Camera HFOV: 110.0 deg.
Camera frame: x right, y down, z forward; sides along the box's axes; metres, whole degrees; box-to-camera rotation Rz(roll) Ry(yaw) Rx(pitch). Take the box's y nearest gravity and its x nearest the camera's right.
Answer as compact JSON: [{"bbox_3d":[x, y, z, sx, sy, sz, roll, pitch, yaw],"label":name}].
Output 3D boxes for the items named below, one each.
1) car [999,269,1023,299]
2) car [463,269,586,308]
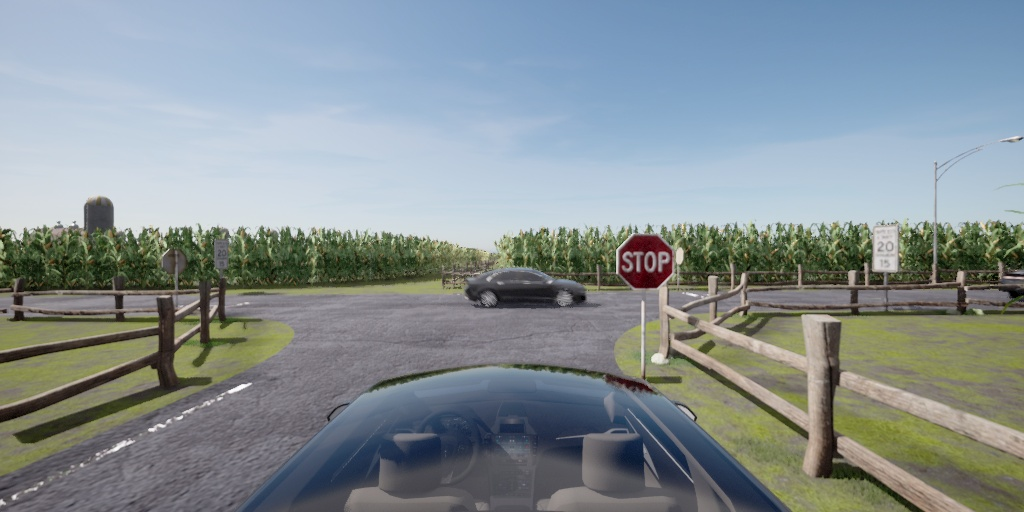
[{"bbox_3d":[22.962,1.090,14.469,4.902,1.511,2.128,0,0,0],"label":"car"},{"bbox_3d":[0.510,1.259,14.512,4.892,1.490,1.837,0,0,0],"label":"car"}]
